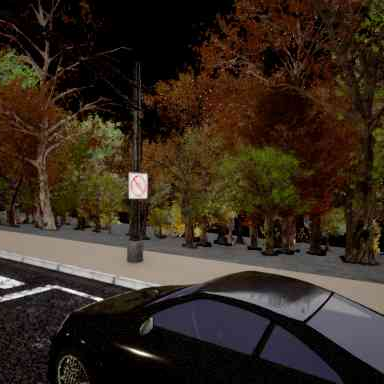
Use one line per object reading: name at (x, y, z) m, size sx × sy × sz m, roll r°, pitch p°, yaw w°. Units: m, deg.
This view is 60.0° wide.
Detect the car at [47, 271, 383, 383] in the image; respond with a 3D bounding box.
car at (0.397, 1.564, 3.404) m, size 4.181 × 1.385 × 1.994 m, roll 0°, pitch 0°, yaw 36°
